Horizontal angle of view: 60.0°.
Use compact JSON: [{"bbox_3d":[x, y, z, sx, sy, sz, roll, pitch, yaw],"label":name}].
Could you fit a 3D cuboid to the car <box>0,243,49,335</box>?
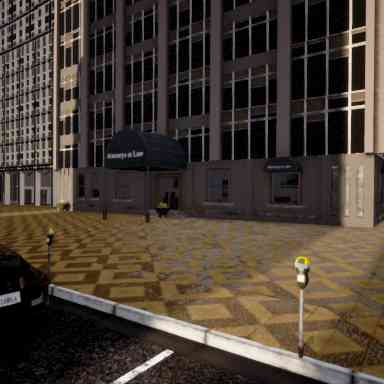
[{"bbox_3d":[-4.296,1.564,5.943,4.313,1.339,1.947,0,1,36],"label":"car"}]
